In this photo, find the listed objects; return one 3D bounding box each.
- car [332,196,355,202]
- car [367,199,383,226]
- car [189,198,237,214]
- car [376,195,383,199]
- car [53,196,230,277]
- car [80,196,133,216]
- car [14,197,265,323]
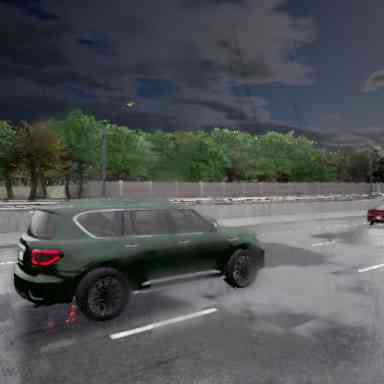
[{"bbox_3d":[25.588,1.297,56.164,4.181,1.385,1.994,-1,1,-34],"label":"car"},{"bbox_3d":[13.500,1.431,21.886,5.008,1.535,1.882,0,0,-35],"label":"car"},{"bbox_3d":[2.288,1.444,35.630,4.902,1.511,2.128,0,0,-35],"label":"car"},{"bbox_3d":[28.944,1.226,49.999,5.008,1.535,1.882,-1,1,-34],"label":"car"},{"bbox_3d":[-1.518,1.210,11.254,5.566,2.045,2.150,0,0,-35],"label":"car"},{"bbox_3d":[-8.333,1.325,32.409,4.553,1.767,2.097,0,0,-35],"label":"car"},{"bbox_3d":[-0.839,1.214,7.442,5.566,2.045,2.150,0,0,-35],"label":"car"}]
